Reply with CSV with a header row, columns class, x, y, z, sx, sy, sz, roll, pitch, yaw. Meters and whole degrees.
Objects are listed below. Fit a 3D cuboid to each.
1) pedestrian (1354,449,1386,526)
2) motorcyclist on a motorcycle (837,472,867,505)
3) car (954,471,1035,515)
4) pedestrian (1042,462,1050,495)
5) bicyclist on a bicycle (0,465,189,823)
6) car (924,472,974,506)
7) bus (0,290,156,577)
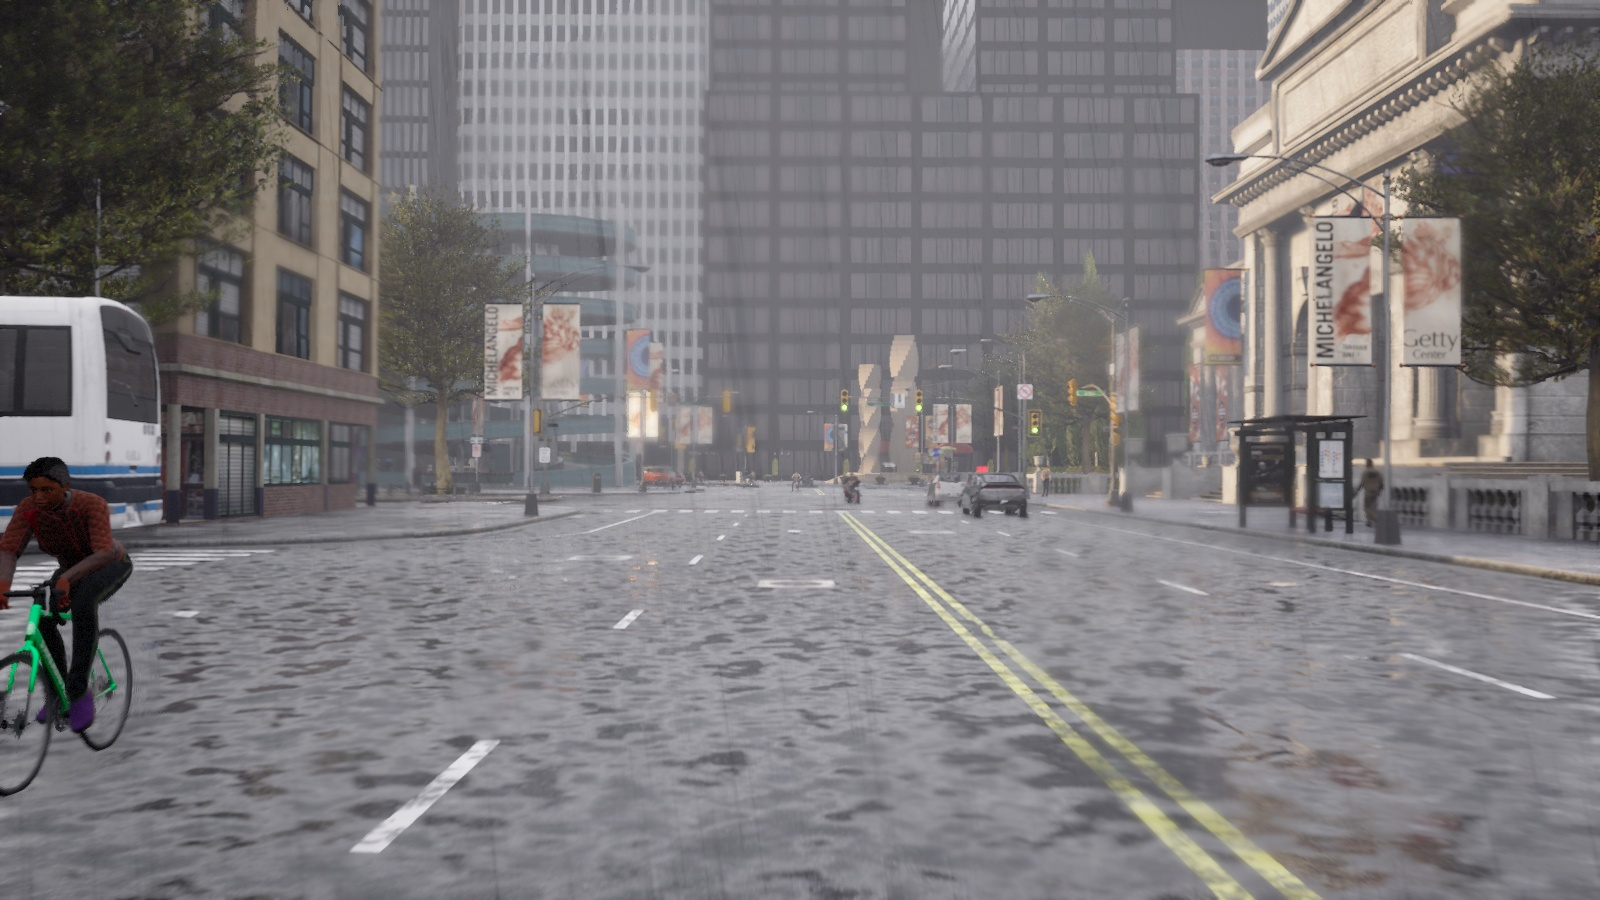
class,x,y,z,sx,sy,sz,roll,pitch,yaw
pedestrian,14.530,0.949,32.016,0.396,1.930,0.692,0,-1,-8
motorcyclist on a motorcycle,2.526,1.864,61.195,0.866,1.530,2.191,-1,-1,-15
car,6.880,1.495,44.905,2.128,1.511,4.902,0,-1,0
pedestrian,13.919,1.605,71.067,0.345,1.836,0.594,0,-1,0
bicyclist on a bicycle,-3.800,0.892,6.514,0.582,1.620,1.656,-1,-1,-6
car,6.846,1.773,58.070,1.845,1.501,3.633,0,-1,0
bus,-16.248,-0.168,19.652,10.273,4.253,3.944,-1,-1,-12
